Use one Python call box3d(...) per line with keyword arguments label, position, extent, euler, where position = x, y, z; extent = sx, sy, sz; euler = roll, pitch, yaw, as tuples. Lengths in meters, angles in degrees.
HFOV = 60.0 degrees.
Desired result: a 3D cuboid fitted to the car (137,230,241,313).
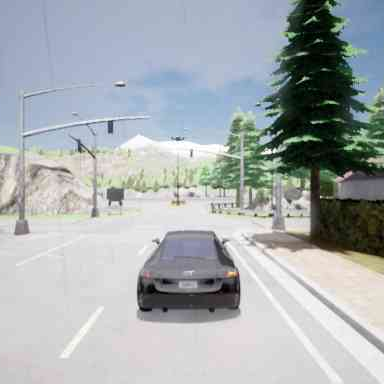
box3d(label="car", position=(-0.033, 1.567, 7.815), extent=(1.994, 1.385, 4.181), euler=(0, 0, 1))
